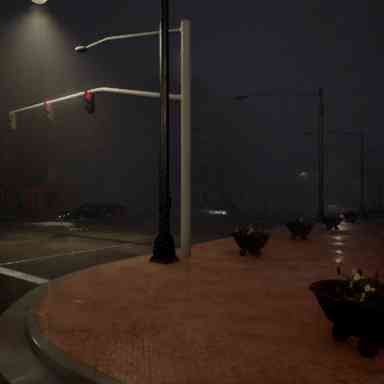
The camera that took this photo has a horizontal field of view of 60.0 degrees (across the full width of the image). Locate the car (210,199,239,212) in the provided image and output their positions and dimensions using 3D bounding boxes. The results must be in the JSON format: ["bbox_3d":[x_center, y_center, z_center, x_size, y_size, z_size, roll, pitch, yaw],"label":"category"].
[{"bbox_3d":[4.950,2.060,47.346,1.994,1.385,4.181,0,-1,36],"label":"car"}]

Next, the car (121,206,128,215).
[{"bbox_3d":[-8.939,1.762,33.724,2.033,1.411,5.357,0,-1,35],"label":"car"}]

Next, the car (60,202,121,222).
[{"bbox_3d":[-8.662,1.662,28.030,1.837,1.490,4.892,0,-1,36],"label":"car"}]

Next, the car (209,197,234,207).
[{"bbox_3d":[4.964,1.792,53.380,2.150,2.045,5.566,0,-1,35],"label":"car"}]
